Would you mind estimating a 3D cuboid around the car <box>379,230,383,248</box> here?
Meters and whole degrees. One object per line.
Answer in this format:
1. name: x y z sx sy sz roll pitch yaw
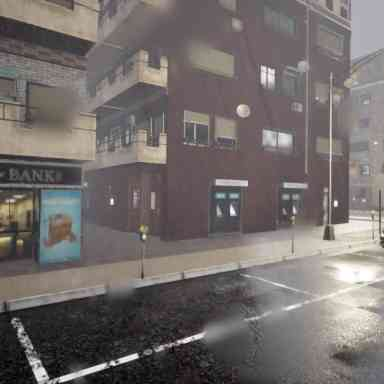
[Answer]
1. car: 9.106 1.554 13.147 4.403 1.369 2.008 0 1 -35
